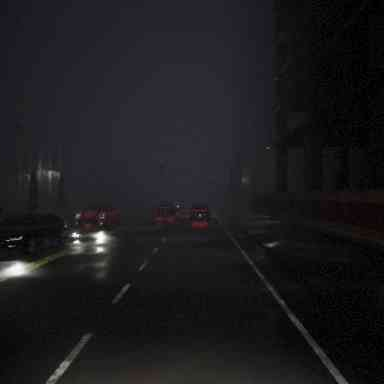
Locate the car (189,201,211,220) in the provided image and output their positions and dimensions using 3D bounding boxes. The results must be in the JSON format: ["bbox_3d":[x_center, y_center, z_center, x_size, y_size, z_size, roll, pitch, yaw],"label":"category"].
[{"bbox_3d":[0.750,1.798,31.102,1.837,1.490,4.892,0,-1,1],"label":"car"}]

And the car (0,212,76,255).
[{"bbox_3d":[-6.821,1.628,13.912,1.837,1.490,4.892,0,-1,1],"label":"car"}]

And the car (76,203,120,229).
[{"bbox_3d":[-6.521,1.564,23.271,2.097,1.767,4.553,0,-1,1],"label":"car"}]

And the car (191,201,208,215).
[{"bbox_3d":[0.949,1.859,40.559,1.882,1.535,5.008,0,-1,3],"label":"car"}]

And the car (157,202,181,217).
[{"bbox_3d":[-2.647,1.824,35.889,2.128,1.511,4.902,0,-1,1],"label":"car"}]
